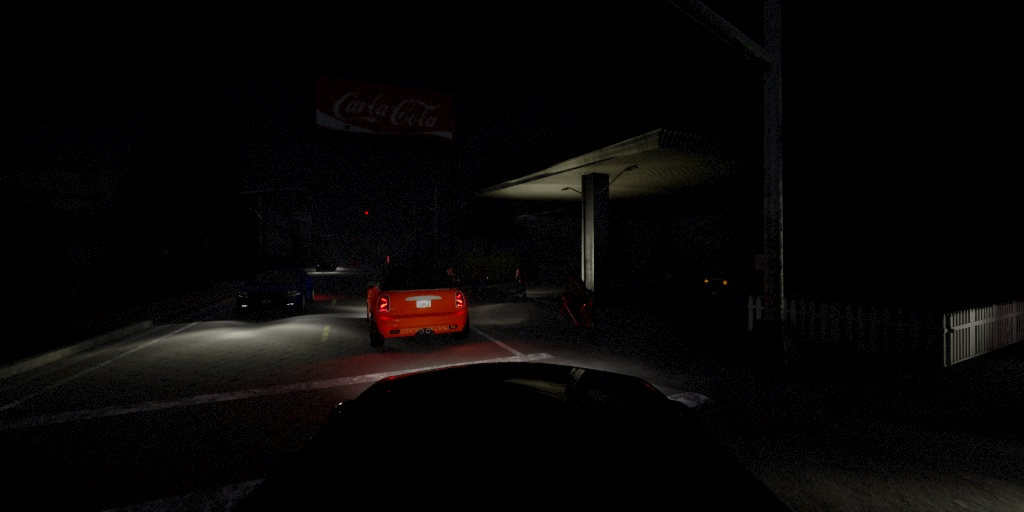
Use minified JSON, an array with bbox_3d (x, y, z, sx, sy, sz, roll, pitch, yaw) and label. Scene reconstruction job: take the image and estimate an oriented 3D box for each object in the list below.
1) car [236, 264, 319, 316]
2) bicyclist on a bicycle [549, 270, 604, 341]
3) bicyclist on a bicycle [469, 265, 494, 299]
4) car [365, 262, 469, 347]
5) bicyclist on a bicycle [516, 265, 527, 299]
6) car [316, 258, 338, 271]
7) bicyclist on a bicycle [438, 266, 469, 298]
[{"bbox_3d":[-8.723,1.191,13.559,1.882,1.535,5.008,1,-1,-24],"label":"car"},{"bbox_3d":[1.551,1.188,8.824,0.582,1.620,1.656,3,-2,-44],"label":"bicyclist on a bicycle"},{"bbox_3d":[-1.642,1.295,17.860,1.656,1.620,0.582,1,0,-22],"label":"bicyclist on a bicycle"},{"bbox_3d":[-2.672,1.022,9.438,2.097,1.767,4.553,0,0,-23],"label":"car"},{"bbox_3d":[0.464,1.294,18.014,0.582,1.620,1.656,0,0,15],"label":"bicyclist on a bicycle"},{"bbox_3d":[-24.188,1.105,46.702,2.097,1.767,4.553,0,0,-25],"label":"car"},{"bbox_3d":[-2.924,1.266,16.453,1.656,1.620,0.582,1,0,36],"label":"bicyclist on a bicycle"}]
